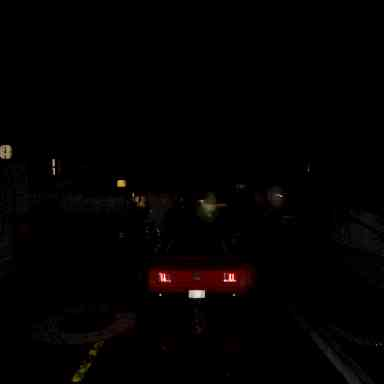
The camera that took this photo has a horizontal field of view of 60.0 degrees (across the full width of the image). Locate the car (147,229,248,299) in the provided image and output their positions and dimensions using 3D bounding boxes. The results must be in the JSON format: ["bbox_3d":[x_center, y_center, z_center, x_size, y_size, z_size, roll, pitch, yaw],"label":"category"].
[{"bbox_3d":[0.100,1.594,8.362,1.895,1.301,4.718,0,0,0],"label":"car"}]

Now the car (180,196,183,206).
[{"bbox_3d":[-2.834,1.618,53.936,1.994,1.385,4.181,0,0,1],"label":"car"}]

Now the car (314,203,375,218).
[{"bbox_3d":[11.791,1.470,24.560,5.357,1.411,2.033,0,3,2],"label":"car"}]

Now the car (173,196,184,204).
[{"bbox_3d":[-2.761,1.581,68.666,1.882,1.535,5.008,0,0,0],"label":"car"}]

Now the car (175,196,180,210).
[{"bbox_3d":[-2.848,1.547,42.336,1.812,1.442,4.674,0,0,0],"label":"car"}]

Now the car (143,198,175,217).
[{"bbox_3d":[-3.202,1.492,30.829,2.128,1.511,4.902,0,0,4],"label":"car"}]
